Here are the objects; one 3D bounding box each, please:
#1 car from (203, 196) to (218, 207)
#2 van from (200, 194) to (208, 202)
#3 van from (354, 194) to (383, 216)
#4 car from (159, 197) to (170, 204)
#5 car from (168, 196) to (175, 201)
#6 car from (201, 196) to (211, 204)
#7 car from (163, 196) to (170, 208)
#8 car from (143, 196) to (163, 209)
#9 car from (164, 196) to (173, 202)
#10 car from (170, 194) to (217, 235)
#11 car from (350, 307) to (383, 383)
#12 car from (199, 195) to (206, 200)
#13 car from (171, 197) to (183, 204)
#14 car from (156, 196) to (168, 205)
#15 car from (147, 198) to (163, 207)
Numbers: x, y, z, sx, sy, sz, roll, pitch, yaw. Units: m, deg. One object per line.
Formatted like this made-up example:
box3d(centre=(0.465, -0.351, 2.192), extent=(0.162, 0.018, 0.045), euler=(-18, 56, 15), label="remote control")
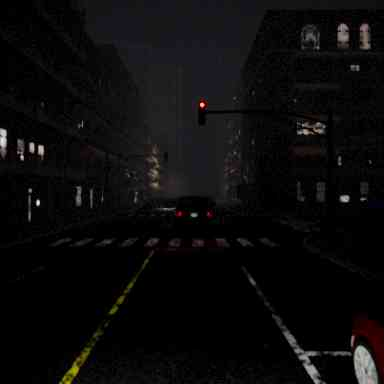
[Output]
box3d(centre=(2.791, 1.474, 51.131), extent=(1.967, 1.590, 4.097), euler=(-1, 0, 0), label="car")
box3d(centre=(2.849, 1.410, 78.770), extent=(1.690, 1.788, 3.998), euler=(-1, 0, 0), label="van")
box3d(centre=(15.700, 1.046, 27.675), extent=(3.998, 1.788, 1.690), euler=(-1, 1, -1), label="van")
box3d(centre=(-5.553, 1.636, 67.738), extent=(1.802, 1.307, 4.206), euler=(-1, 0, 0), label="car")
box3d(centre=(-5.505, 1.668, 89.850), extent=(1.802, 1.307, 4.206), euler=(-1, 0, 0), label="car")
box3d(centre=(2.828, 1.605, 67.714), extent=(2.008, 1.369, 4.403), euler=(-1, 0, 0), label="car")
box3d(centre=(-2.988, 1.595, 48.408), extent=(1.994, 1.385, 4.181), euler=(0, 0, 0), label="car")
box3d(centre=(-5.600, 1.579, 45.627), extent=(2.008, 1.369, 4.403), euler=(0, 0, 0), label="car")
box3d(centre=(-5.529, 1.594, 78.624), extent=(1.752, 1.417, 4.829), euler=(-1, 0, 0), label="car")
box3d(centre=(0.125, 1.231, 19.150), extent=(2.150, 2.045, 5.566), euler=(0, 0, 0), label="car")
box3d(centre=(2.687, 1.545, 2.132), extent=(1.887, 1.381, 4.507), euler=(0, 0, 0), label="car")
box3d(centre=(2.887, 1.640, 95.354), extent=(1.887, 1.381, 4.507), euler=(-1, 0, 0), label="car")
box3d(centre=(-2.904, 1.613, 64.690), extent=(1.994, 1.385, 4.181), euler=(0, 0, 1), label="car")
box3d(centre=(-5.566, 1.487, 62.210), extent=(1.967, 1.590, 4.097), euler=(-1, 0, 0), label="car")
box3d(centre=(-5.588, 1.600, 51.154), extent=(1.947, 1.339, 4.313), euler=(0, 0, 0), label="car")
